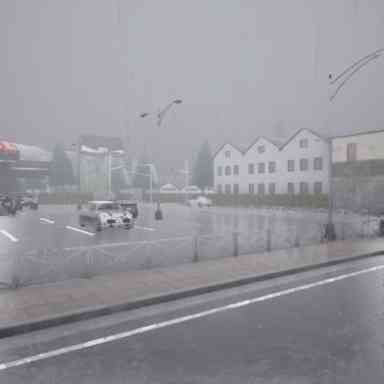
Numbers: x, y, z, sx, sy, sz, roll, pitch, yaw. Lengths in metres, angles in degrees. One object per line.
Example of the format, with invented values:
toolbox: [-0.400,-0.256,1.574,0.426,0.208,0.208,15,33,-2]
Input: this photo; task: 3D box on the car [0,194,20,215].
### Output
car: [-17.335,1.125,30.256,1.932,1.855,4.605,0,0,-36]

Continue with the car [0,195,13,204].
car: [-38.529,1.522,66.567,4.611,1.667,2.242,0,0,-36]

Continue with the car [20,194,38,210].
car: [-19.229,1.116,38.570,1.905,1.878,3.866,0,0,-36]

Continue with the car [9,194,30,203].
car: [-38.286,1.369,73.695,3.866,1.878,1.905,0,0,-36]

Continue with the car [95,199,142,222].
car: [-5.871,1.349,26.137,2.007,1.523,4.514,0,0,-36]

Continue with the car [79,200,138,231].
car: [-4.759,1.270,18.271,1.970,1.475,3.806,0,0,-36]

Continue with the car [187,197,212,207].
car: [1.075,1.449,49.223,1.812,1.442,4.674,0,0,-35]
